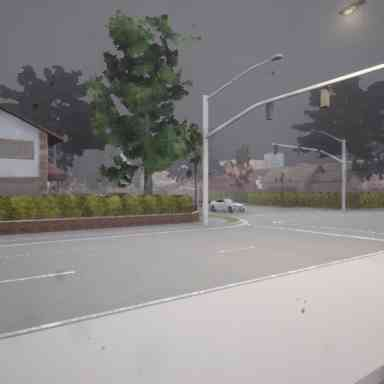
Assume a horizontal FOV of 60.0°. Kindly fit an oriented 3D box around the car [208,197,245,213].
[{"bbox_3d":[3.767,1.439,36.341,1.812,1.442,4.674,0,0,-36],"label":"car"}]

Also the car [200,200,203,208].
[{"bbox_3d":[2.694,1.385,44.113,2.128,1.511,4.902,0,0,-36],"label":"car"}]

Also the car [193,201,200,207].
[{"bbox_3d":[-1.635,1.384,43.782,2.128,1.511,4.902,0,0,-36],"label":"car"}]
